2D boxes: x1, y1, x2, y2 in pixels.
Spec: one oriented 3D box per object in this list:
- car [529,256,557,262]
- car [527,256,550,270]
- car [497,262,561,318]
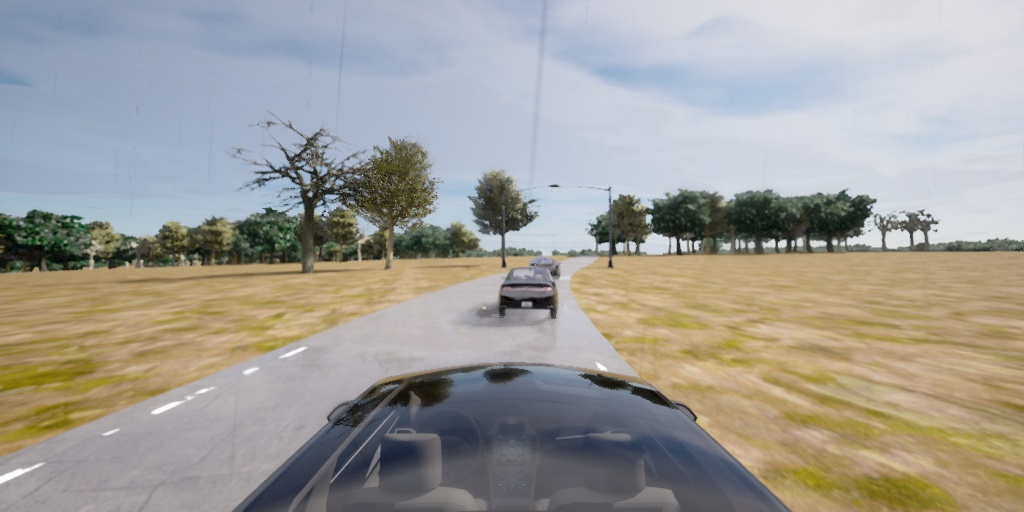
[{"bbox_3d":[2.915,0.956,29.146,2.128,1.511,4.902,0,1,11],"label":"car"},{"bbox_3d":[3.397,0.795,44.630,1.882,1.535,5.008,0,1,16],"label":"car"},{"bbox_3d":[0.618,1.130,12.533,2.128,1.511,4.902,0,1,5],"label":"car"}]
